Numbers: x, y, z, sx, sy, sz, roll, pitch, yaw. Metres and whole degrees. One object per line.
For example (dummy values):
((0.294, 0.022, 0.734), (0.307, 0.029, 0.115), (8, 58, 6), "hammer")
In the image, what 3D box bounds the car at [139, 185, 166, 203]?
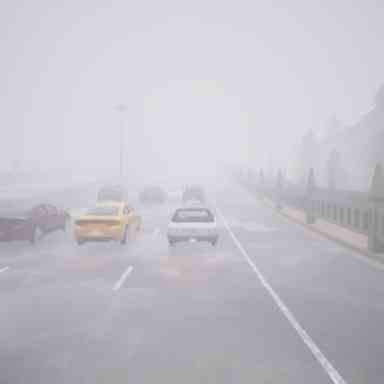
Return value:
((-3.372, 0.090, 28.933), (1.994, 1.385, 4.181), (0, 6, 0), "car")

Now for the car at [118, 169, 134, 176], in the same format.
((-13.635, -4.126, 71.211), (2.128, 1.511, 4.902), (0, 6, 0), "car")

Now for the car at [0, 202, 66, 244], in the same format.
((-6.951, 1.169, 14.408), (1.882, 1.535, 5.008), (0, 3, 0), "car")

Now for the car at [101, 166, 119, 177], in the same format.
((-17.136, -4.421, 71.171), (2.150, 2.045, 5.566), (0, 6, 0), "car")

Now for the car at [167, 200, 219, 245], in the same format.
((0.044, 1.310, 14.033), (1.895, 1.301, 4.718), (0, 3, 0), "car")

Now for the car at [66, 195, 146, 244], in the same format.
((-3.452, 1.170, 14.376), (1.882, 1.535, 5.008), (0, 3, 0), "car")

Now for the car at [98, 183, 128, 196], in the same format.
((-6.869, -0.007, 29.211), (2.128, 1.511, 4.902), (0, 6, 0), "car")

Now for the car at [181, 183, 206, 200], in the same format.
((0.131, 0.008, 29.175), (1.837, 1.490, 4.892), (0, 6, 0), "car")

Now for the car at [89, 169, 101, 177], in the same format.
((-20.635, -4.125, 71.250), (2.128, 1.511, 4.902), (0, 6, 0), "car")
